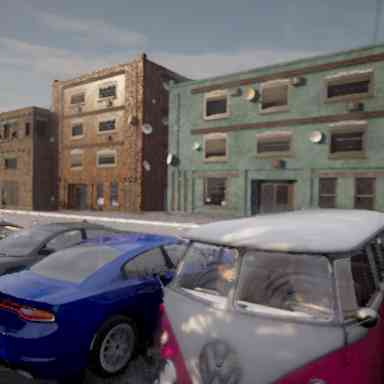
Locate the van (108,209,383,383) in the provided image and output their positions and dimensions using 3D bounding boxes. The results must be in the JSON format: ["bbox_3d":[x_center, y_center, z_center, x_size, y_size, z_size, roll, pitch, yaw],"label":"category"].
[{"bbox_3d":[1.379,1.247,4.019,1.878,1.987,4.442,0,0,35],"label":"van"}]

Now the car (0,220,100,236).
[{"bbox_3d":[-3.085,1.437,7.349,2.097,1.535,5.008,0,0,35],"label":"car"}]

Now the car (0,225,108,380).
[{"bbox_3d":[-0.824,1.455,5.726,2.097,1.535,5.008,0,0,35],"label":"car"}]
